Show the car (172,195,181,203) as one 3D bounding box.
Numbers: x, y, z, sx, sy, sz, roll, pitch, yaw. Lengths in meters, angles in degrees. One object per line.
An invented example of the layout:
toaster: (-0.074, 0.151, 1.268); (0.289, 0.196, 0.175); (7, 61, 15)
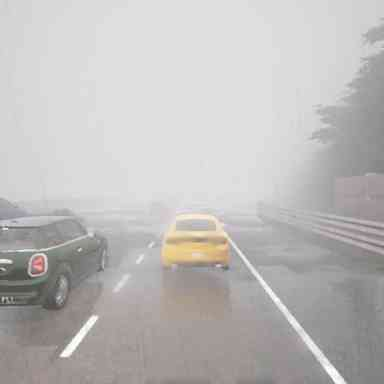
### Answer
car: (-3.409, 1.363, 69.606); (2.097, 1.767, 4.553); (0, 0, 0)

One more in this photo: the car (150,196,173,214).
car: (-3.391, 1.499, 35.941); (1.882, 1.535, 5.008); (0, 0, 0)

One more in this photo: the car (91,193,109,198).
car: (-20.938, 1.519, 76.021); (1.994, 1.385, 4.181); (0, 0, 0)

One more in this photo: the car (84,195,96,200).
car: (-28.041, 1.421, 91.369); (1.994, 1.385, 4.181); (0, 0, 0)

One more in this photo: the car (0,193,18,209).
car: (-10.362, 1.230, 16.711); (2.150, 2.045, 5.566); (0, 0, 0)

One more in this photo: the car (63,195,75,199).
car: (-27.937, 1.491, 75.948); (2.128, 1.511, 4.902); (0, 0, 0)

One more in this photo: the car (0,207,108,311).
car: (-3.489, 1.356, 7.919); (2.097, 1.767, 4.553); (0, 0, 0)

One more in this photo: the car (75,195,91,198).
car: (-24.438, 1.466, 75.984); (1.837, 1.490, 4.892); (0, 0, 0)

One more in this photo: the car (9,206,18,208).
car: (-6.862, 1.514, 16.608); (1.837, 1.490, 4.892); (0, 0, 0)

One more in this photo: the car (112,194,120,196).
car: (-21.044, 1.222, 91.888); (2.097, 1.767, 4.553); (0, 0, 0)

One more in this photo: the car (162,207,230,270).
car: (0.120, 1.484, 11.075); (1.882, 1.535, 5.008); (0, 0, 0)

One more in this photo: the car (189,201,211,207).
car: (0.652, 1.542, 29.168); (1.812, 1.442, 4.674); (0, 0, 5)
